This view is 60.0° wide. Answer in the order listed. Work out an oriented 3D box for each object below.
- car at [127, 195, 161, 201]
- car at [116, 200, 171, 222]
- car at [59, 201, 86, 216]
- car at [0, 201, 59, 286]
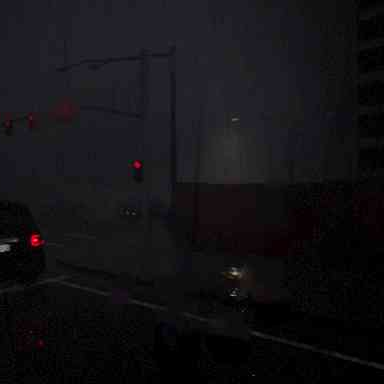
[{"bbox_3d":[-5.451,1.311,35.297,2.150,2.045,5.566,0,0,36],"label":"car"},{"bbox_3d":[-3.191,1.612,26.395,2.033,1.411,5.357,0,0,38],"label":"car"},{"bbox_3d":[-12.422,1.594,31.613,2.128,1.511,4.902,0,0,36],"label":"car"},{"bbox_3d":[-5.862,1.254,8.443,5.566,2.045,2.150,-1,0,40],"label":"car"}]
